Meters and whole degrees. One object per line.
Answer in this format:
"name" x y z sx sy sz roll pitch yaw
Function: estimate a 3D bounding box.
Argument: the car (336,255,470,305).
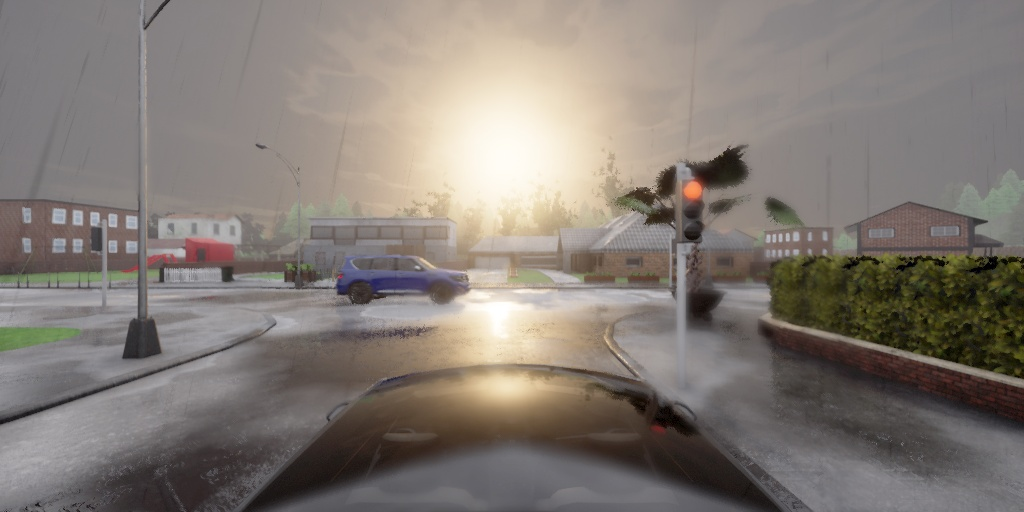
"car" -4.616 0.965 15.527 5.566 2.045 2.150 0 0 0
